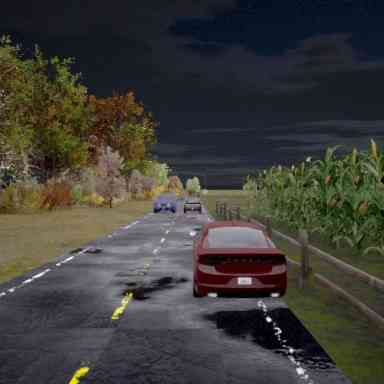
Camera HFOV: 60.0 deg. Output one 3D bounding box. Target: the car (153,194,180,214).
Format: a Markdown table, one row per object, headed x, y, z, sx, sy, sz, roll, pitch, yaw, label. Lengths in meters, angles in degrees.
| x | y | z | sx | sy | sz | roll | pitch | yaw | label |
| --- | --- | --- | --- | --- | --- | --- | --- | --- | --- |
| -2.747 | 1.216 | 34.951 | 2.150 | 2.045 | 5.566 | 0 | 0 | 0 | car |

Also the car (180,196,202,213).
| x | y | z | sx | sy | sz | roll | pitch | yaw | label |
| --- | --- | --- | --- | --- | --- | --- | --- | --- | --- |
| 0.078 | 1.486 | 35.999 | 2.128 | 1.511 | 4.902 | 0 | 0 | 0 | car |

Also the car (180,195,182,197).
| x | y | z | sx | sy | sz | roll | pitch | yaw | label |
| --- | --- | --- | --- | --- | --- | --- | --- | --- | --- |
| -2.740 | 1.562 | 83.244 | 1.994 | 1.385 | 4.181 | 0 | 0 | 0 | car |

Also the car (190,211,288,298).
| x | y | z | sx | sy | sz | roll | pitch | yaw | label |
| --- | --- | --- | --- | --- | --- | --- | --- | --- | --- |
| 0.964 | 1.475 | 8.554 | 1.882 | 1.535 | 5.008 | 0 | 0 | 0 | car |
